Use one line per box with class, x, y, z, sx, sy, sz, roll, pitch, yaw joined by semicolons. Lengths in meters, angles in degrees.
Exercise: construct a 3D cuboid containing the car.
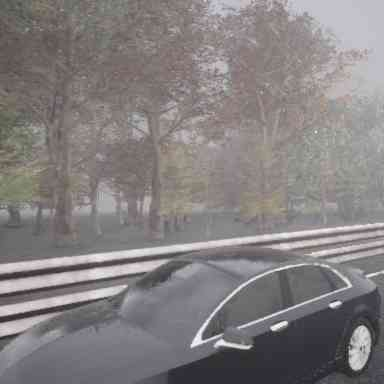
car;0.385;1.506;3.959;4.892;1.490;1.837;0;0;-35
